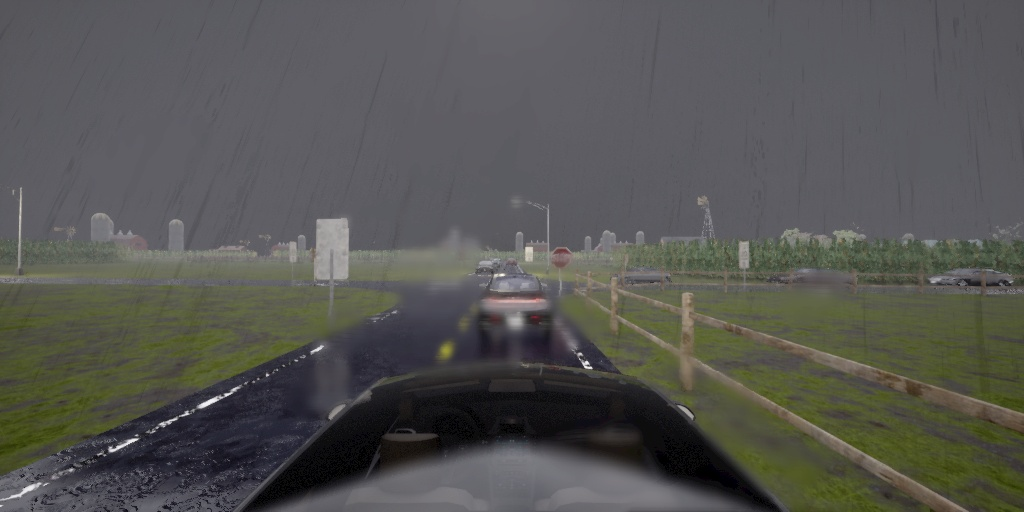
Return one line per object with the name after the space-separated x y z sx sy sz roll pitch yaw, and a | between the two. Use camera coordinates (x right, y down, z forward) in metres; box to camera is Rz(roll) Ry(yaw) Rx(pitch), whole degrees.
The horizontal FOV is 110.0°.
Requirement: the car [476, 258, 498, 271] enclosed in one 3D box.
-2.950 1.215 40.901 1.882 1.535 5.008 0 0 0 | car

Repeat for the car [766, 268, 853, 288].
21.738 1.585 26.178 5.357 1.411 2.033 1 -1 0 | car

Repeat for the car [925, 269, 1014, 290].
33.243 1.668 26.165 4.902 1.511 2.128 1 -1 0 | car

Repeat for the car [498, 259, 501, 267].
-2.970 1.293 50.060 1.994 1.385 4.181 0 0 0 | car

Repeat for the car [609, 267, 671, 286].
9.222 1.452 25.995 4.181 1.385 1.994 1 -1 -3 | car

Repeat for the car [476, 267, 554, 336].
0.081 1.243 10.370 2.128 1.511 4.902 0 0 0 | car
